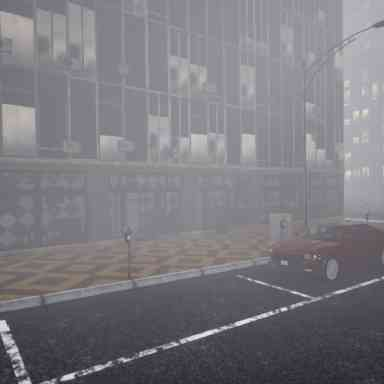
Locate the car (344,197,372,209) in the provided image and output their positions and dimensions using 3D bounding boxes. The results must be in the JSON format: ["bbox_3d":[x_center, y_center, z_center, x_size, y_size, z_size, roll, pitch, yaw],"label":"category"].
[{"bbox_3d":[18.692,1.276,39.597,1.752,1.417,4.829,-1,1,-35],"label":"car"}]

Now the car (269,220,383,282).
[{"bbox_3d":[4.154,1.542,9.716,4.507,1.381,1.887,0,-1,-36],"label":"car"}]
